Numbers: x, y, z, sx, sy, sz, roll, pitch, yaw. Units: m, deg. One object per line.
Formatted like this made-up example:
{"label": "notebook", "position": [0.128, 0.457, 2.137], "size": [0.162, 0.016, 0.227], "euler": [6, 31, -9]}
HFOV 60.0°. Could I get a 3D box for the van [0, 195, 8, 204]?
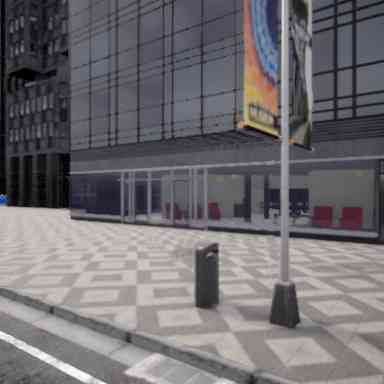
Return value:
{"label": "van", "position": [-33.316, 1.366, 58.250], "size": [1.690, 1.788, 3.998], "euler": [0, 0, 35]}
